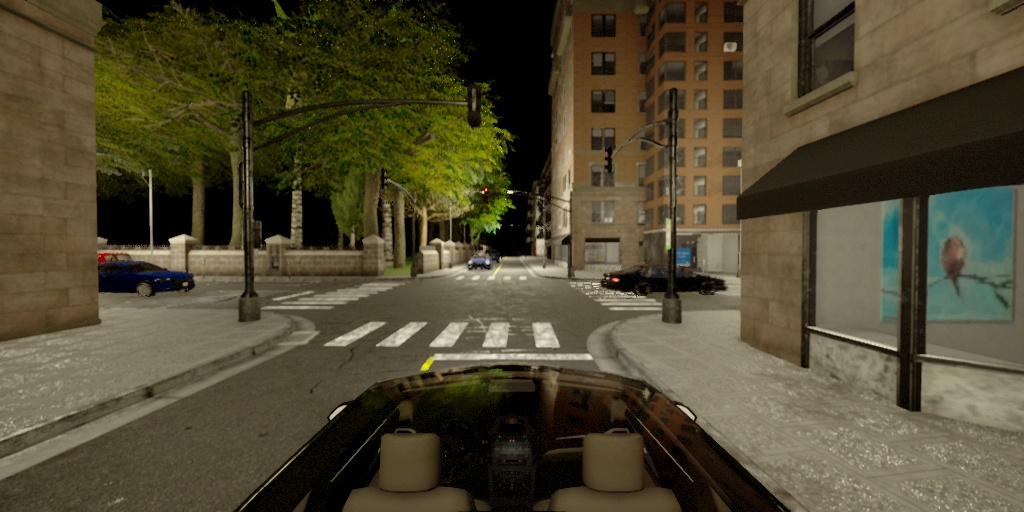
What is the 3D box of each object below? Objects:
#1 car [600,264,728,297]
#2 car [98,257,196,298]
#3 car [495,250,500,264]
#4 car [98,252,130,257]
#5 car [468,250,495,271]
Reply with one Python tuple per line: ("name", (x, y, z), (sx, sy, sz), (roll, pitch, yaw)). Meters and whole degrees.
("car", (6.842, 1.062, 16.372), (5.357, 1.411, 2.033), (0, 1, -5))
("car", (-16.984, 0.974, 15.926), (5.008, 1.535, 1.882), (0, 1, 1))
("car", (-3.004, 0.061, 53.053), (2.150, 2.045, 5.566), (0, 1, 1))
("car", (-25.925, 0.700, 21.827), (5.009, 1.841, 2.192), (0, 0, 1))
("car", (-3.050, 0.525, 34.983), (2.097, 1.767, 4.553), (0, 1, 0))
